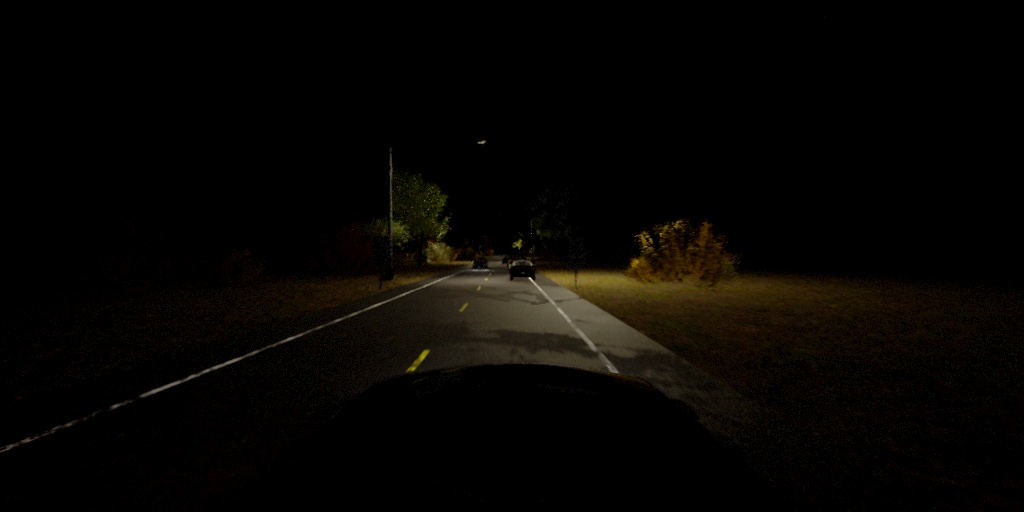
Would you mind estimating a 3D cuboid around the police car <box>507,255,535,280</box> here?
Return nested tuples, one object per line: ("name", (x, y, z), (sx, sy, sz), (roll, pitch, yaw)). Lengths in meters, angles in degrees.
("police car", (0.773, 1.001, 28.625), (1.930, 1.638, 5.238), (0, 0, -1))

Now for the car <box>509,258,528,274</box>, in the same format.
("car", (0.626, 1.014, 38.514), (1.837, 1.490, 4.892), (0, 0, -1))

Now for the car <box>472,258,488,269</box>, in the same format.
("car", (-4.107, 1.001, 47.449), (2.033, 1.411, 5.357), (0, 0, 0))

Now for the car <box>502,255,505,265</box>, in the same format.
("car", (-0.798, 0.838, 64.539), (1.812, 1.442, 4.674), (0, 0, -1))

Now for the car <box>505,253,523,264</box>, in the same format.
("car", (0.534, 0.689, 44.541), (2.150, 2.045, 5.566), (0, 0, -1))
